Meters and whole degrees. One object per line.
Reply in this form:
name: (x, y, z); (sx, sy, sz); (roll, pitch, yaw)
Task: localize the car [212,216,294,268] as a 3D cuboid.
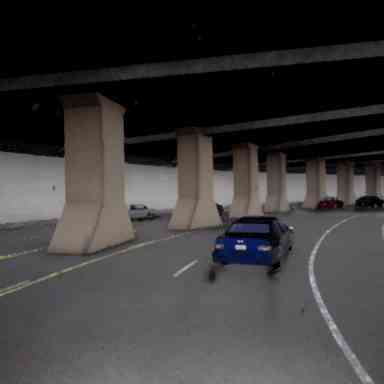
car: (2.267, 1.510, 11.235); (2.033, 1.411, 5.357); (-1, 0, 23)

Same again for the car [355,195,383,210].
car: (19.823, 1.117, 36.956); (1.882, 1.535, 5.008); (-1, 0, 45)

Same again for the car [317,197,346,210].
car: (15.854, 1.280, 37.882); (1.994, 1.385, 4.181); (-1, 0, 43)

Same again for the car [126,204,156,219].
car: (-5.088, 1.712, 27.793); (1.895, 1.301, 4.718); (-1, 0, 31)

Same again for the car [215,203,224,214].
car: (0.986, 1.544, 30.878); (2.033, 1.411, 5.357); (-1, 0, 34)
